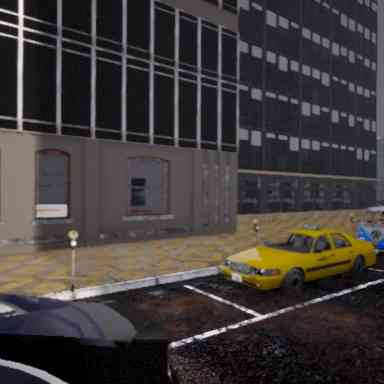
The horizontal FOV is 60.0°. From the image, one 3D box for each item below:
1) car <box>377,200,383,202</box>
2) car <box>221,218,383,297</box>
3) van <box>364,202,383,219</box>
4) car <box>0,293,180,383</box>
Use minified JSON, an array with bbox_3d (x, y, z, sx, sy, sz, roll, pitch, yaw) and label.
[{"bbox_3d":[28.644,1.528,47.950,1.802,1.307,4.206,1,0,-36],"label":"car"},{"bbox_3d":[2.943,1.552,8.644,4.829,1.417,1.752,0,0,-35],"label":"car"},{"bbox_3d":[7.596,1.390,11.953,3.998,1.788,1.690,0,0,-35],"label":"van"},{"bbox_3d":[-2.338,1.488,1.713,4.902,1.511,2.128,0,0,-35],"label":"car"}]
